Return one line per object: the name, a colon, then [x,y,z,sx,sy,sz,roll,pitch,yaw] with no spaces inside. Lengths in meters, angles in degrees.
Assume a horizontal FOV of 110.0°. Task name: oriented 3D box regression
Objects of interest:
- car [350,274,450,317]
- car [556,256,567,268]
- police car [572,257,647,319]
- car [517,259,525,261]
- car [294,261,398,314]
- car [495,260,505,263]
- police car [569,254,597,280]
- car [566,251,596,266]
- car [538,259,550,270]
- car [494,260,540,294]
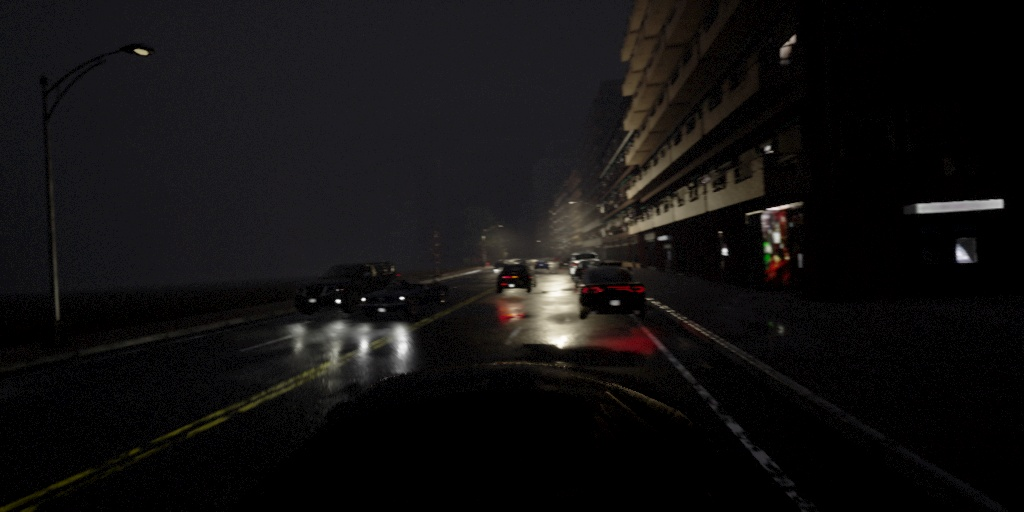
car: [-4.122,1.543,14.495,1.895,1.301,4.718,-3,0,9]
car: [7.360,0.904,49.317,1.812,1.442,4.674,-3,0,7]
police car: [3.164,1.017,12.135,1.930,1.638,5.238,-3,0,9]
car: [1.425,1.213,55.757,2.033,1.411,5.357,-3,0,7]
car: [-7.132,1.308,16.303,2.150,2.045,5.566,-3,0,9]
car: [-1.684,1.379,57.385,1.994,1.385,4.181,-3,0,6]
police car: [4.745,0.935,22.097,1.930,1.638,5.238,-3,0,9]
car: [5.602,0.691,28.007,2.150,2.045,5.566,-3,0,8]
car: [3.906,1.109,47.210,1.994,1.385,4.181,-3,0,6]
car: [0.341,1.229,20.607,1.837,1.490,4.892,-3,0,9]
